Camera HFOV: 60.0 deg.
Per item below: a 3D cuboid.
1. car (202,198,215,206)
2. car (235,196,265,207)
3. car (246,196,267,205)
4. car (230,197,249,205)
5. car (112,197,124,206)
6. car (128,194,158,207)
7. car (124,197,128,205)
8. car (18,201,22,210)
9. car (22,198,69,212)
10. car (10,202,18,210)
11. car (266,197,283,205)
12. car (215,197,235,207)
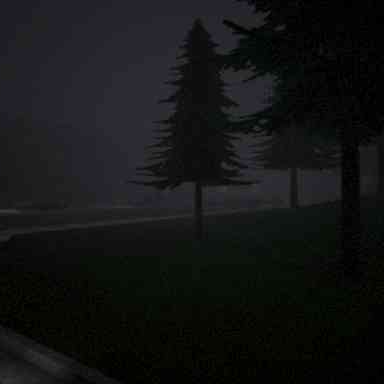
[{"bbox_3d":[3.435,1.684,55.856,1.895,1.301,4.718,0,0,36],"label":"car"},{"bbox_3d":[9.118,1.555,51.768,2.128,1.511,4.902,0,0,36],"label":"car"},{"bbox_3d":[12.063,1.551,62.154,1.882,1.535,5.008,0,0,35],"label":"car"},{"bbox_3d":[9.182,1.647,64.142,1.994,1.385,4.181,0,0,35],"label":"car"},{"bbox_3d":[-12.124,1.602,59.949,1.882,1.535,5.008,0,0,36],"label":"car"},{"bbox_3d":[-7.651,1.456,54.198,2.097,1.767,4.553,0,0,35],"label":"car"},{"bbox_3d":[-8.802,1.339,58.599,2.150,2.045,5.566,0,-1,36],"label":"car"},{"bbox_3d":[-19.414,1.592,43.537,1.882,1.535,5.008,0,0,35],"label":"car"},{"bbox_3d":[-17.459,1.705,40.238,1.895,1.301,4.718,0,0,35],"label":"car"},{"bbox_3d":[-22.277,1.650,45.541,1.812,1.442,4.674,0,0,35],"label":"car"},{"bbox_3d":[14.920,1.627,60.133,1.994,1.385,4.181,0,0,35],"label":"car"},{"bbox_3d":[6.272,1.551,53.805,1.882,1.535,5.008,0,0,35],"label":"car"}]
